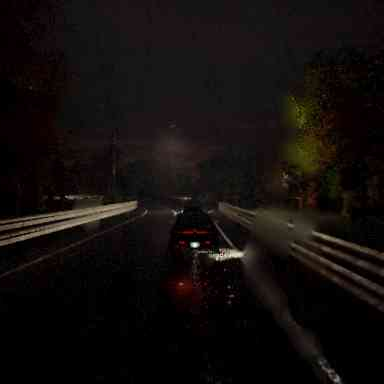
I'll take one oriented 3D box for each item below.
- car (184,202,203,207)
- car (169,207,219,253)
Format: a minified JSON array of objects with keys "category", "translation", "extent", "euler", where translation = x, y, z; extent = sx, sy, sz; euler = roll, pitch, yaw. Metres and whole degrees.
[{"category":"car","translation":[0.135,1.742,32.719],"extent":[1.812,1.442,4.674],"euler":[0,0,1]},{"category":"car","translation":[0.100,1.600,14.080],"extent":[1.837,1.490,4.892],"euler":[0,0,0]}]
